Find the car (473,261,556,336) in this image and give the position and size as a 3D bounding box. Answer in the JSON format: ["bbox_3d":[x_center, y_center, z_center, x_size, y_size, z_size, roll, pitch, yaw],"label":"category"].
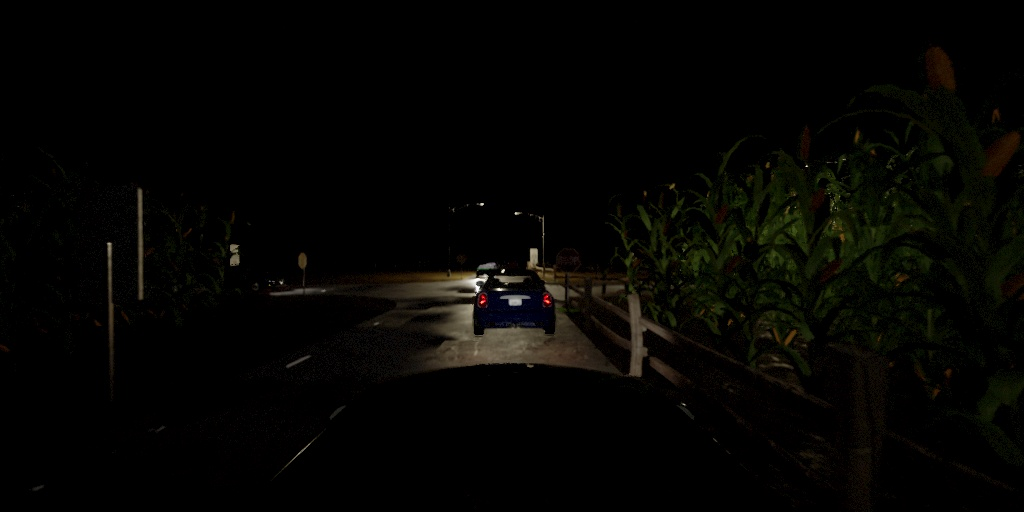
[{"bbox_3d":[-0.021,1.158,10.838,2.097,1.767,4.553,0,0,-3],"label":"car"}]

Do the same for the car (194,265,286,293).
[{"bbox_3d":[-16.562,1.425,22.023,4.892,1.490,1.837,0,0,0],"label":"car"}]

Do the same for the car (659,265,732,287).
[{"bbox_3d":[12.820,1.344,24.896,5.008,1.535,1.882,0,0,-2],"label":"car"}]

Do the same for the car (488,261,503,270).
[{"bbox_3d":[-2.719,1.575,59.786,2.128,1.511,4.902,0,0,0],"label":"car"}]

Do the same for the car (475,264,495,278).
[{"bbox_3d":[-2.736,1.563,37.657,1.895,1.301,4.718,0,0,-2],"label":"car"}]

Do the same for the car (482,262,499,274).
[{"bbox_3d":[-2.757,1.579,47.465,1.994,1.385,4.181,0,0,0],"label":"car"}]
